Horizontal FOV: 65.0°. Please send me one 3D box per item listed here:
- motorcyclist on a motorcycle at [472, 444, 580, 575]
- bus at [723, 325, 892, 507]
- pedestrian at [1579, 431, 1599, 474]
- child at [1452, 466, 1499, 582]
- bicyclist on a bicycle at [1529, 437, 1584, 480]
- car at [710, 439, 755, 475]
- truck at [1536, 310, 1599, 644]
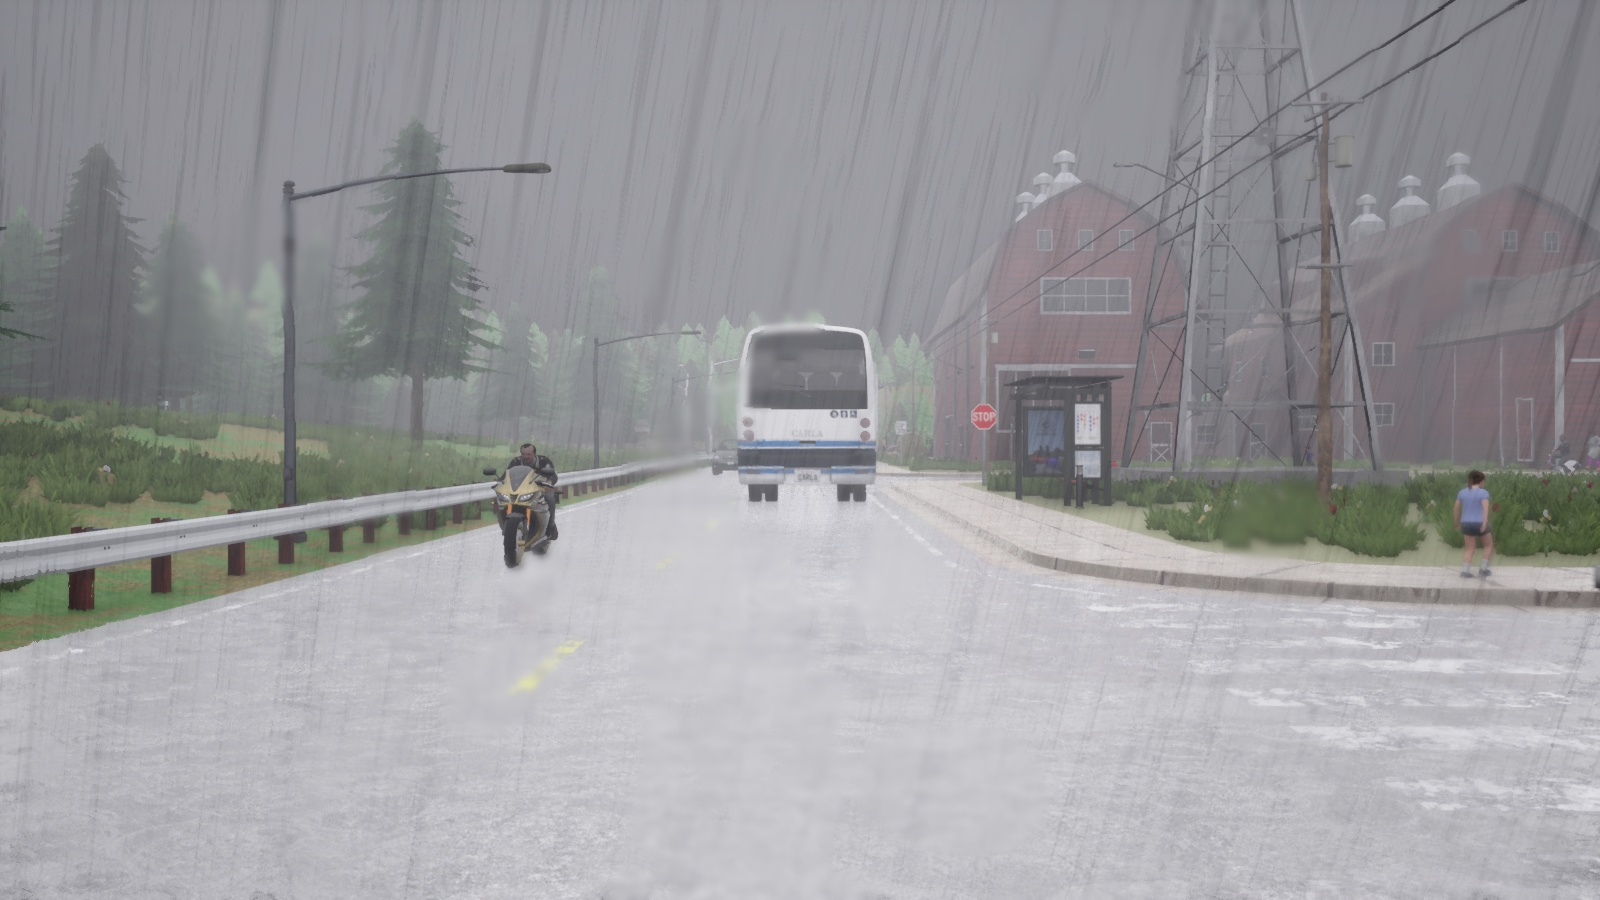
[{"bbox_3d":[-3.398,0.690,15.786,0.866,1.530,2.191,0,0,0],"label":"motorcyclist on a motorcycle"},{"bbox_3d":[0.206,-0.824,34.442,3.944,4.253,10.273,0,0,0],"label":"bus"},{"bbox_3d":[36.091,0.105,57.153,0.873,1.952,0.659,0,0,0],"label":"pedestrian"},{"bbox_3d":[6.645,0.717,12.348,0.394,1.110,0.255,0,0,-36],"label":"child"},{"bbox_3d":[31.121,0.350,51.663,1.843,1.776,0.659,0,0,-1],"label":"bicyclist on a bicycle"},{"bbox_3d":[-3.158,0.307,59.346,1.851,1.617,3.988,0,0,0],"label":"car"},{"bbox_3d":[8.605,0.218,9.081,5.204,2.467,2.627,0,1,-11],"label":"truck"}]
